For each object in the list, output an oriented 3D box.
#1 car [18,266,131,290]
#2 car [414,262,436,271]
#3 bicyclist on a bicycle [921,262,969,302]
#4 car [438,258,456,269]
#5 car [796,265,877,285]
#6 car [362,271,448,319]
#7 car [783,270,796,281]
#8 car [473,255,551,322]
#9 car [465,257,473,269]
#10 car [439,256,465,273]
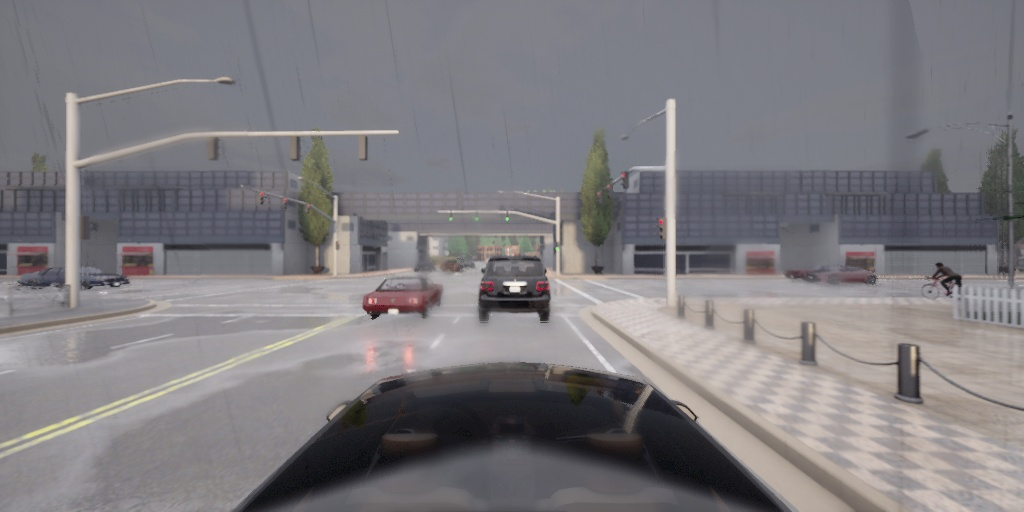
[{"bbox_3d":[-27.252,1.351,22.389,5.357,1.411,2.033,0,0,1],"label":"car"},{"bbox_3d":[-11.228,1.436,46.558,1.994,1.385,4.181,0,0,1],"label":"car"},{"bbox_3d":[18.159,1.089,15.084,0.582,1.620,1.656,0,0,0],"label":"bicyclist on a bicycle"},{"bbox_3d":[-11.096,1.265,61.583,2.097,1.767,4.553,0,0,1],"label":"car"},{"bbox_3d":[23.737,1.383,26.050,4.181,1.385,1.994,0,0,0],"label":"car"},{"bbox_3d":[-3.675,1.382,12.980,1.895,1.301,4.718,0,0,-3],"label":"car"},{"bbox_3d":[25.330,1.430,29.546,4.718,1.301,1.895,0,0,0],"label":"car"},{"bbox_3d":[0.070,1.001,12.484,2.150,2.045,5.566,0,0,0],"label":"car"},{"bbox_3d":[-7.584,1.421,62.576,1.837,1.490,4.892,0,0,1],"label":"car"},{"bbox_3d":[-7.730,1.224,46.332,2.097,1.767,4.553,0,0,1],"label":"car"}]
